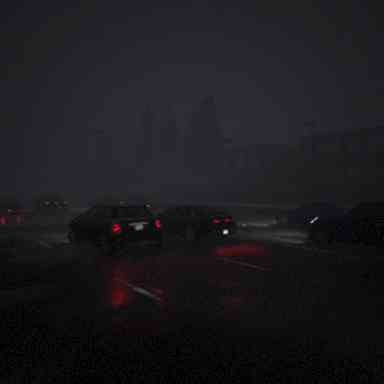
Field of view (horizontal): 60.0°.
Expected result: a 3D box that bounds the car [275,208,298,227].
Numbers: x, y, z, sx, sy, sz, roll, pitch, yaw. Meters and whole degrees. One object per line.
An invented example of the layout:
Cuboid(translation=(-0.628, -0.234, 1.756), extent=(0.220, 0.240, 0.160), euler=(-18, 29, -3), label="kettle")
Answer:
Cuboid(translation=(6.577, 1.174, 17.393), extent=(1.812, 1.442, 4.674), euler=(-1, 1, -38), label="car")

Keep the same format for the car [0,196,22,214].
Cuboid(translation=(-17.115, 1.306, 30.536), extent=(1.895, 1.301, 4.718), euler=(-1, 1, -38), label="car")

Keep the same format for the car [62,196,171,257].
Cuboid(translation=(-3.063, 1.182, 12.664), extent=(2.097, 1.767, 4.553), euler=(-1, 1, -38), label="car")

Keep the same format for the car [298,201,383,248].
Cuboid(translation=(6.488, 1.089, 11.840), extent=(2.097, 1.767, 4.553), euler=(-1, 1, -38), label="car")

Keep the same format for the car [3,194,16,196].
Cuboid(translation=(-26.490, 1.024, 48.113), extent=(2.128, 1.511, 4.902), euler=(-1, 1, -38), label="car")

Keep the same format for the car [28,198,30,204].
Cuboid(translation=(-22.574, 1.079, 48.797), extent=(1.895, 1.301, 4.718), euler=(-1, 1, -38), label="car")

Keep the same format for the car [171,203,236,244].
Cuboid(translation=(-0.213, 1.271, 14.706), extent=(1.837, 1.490, 4.892), euler=(-1, 1, -38), label="car")

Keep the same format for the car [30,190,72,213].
Cuboid(translation=(-13.432, 1.001, 31.506), extent=(2.097, 1.767, 4.553), euler=(-1, 1, -38), label="car")
